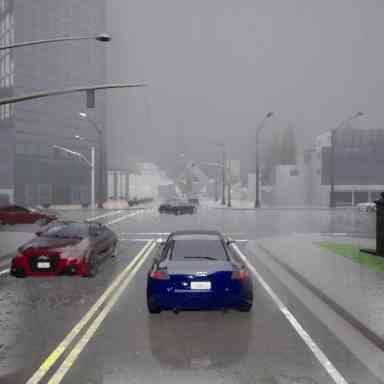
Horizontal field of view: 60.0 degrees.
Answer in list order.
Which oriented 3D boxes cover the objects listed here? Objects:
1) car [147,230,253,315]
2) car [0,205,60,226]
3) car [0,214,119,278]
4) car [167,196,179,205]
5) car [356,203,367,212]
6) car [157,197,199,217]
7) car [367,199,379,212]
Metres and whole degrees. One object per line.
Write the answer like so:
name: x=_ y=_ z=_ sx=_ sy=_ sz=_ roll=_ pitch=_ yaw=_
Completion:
car: x=0.091 y=1.564 z=7.685 sx=1.994 sy=1.385 sz=4.181 roll=0 pitch=0 yaw=-2
car: x=-11.353 y=1.586 z=22.636 sx=4.674 sy=1.442 sz=1.812 roll=0 pitch=0 yaw=0
car: x=-3.547 y=1.564 z=9.982 sx=1.994 sy=1.385 sz=4.181 roll=0 pitch=0 yaw=1
car: x=-3.516 y=1.505 z=61.561 sx=1.837 sy=1.490 sz=4.892 roll=0 pitch=0 yaw=1
car: x=20.760 y=1.477 z=37.085 sx=4.674 sy=1.442 sz=1.812 roll=0 pitch=0 yaw=-2
car: x=-1.318 y=1.508 z=31.278 sx=2.128 sy=1.511 sz=4.902 roll=0 pitch=0 yaw=29
car: x=20.520 y=1.515 z=33.571 sx=4.181 sy=1.385 sz=1.994 roll=0 pitch=0 yaw=0
